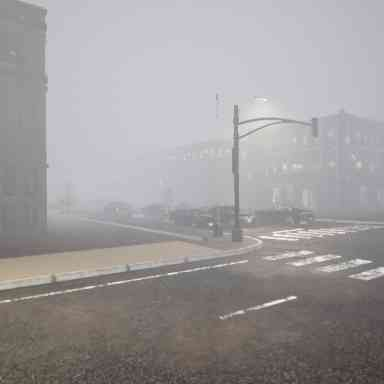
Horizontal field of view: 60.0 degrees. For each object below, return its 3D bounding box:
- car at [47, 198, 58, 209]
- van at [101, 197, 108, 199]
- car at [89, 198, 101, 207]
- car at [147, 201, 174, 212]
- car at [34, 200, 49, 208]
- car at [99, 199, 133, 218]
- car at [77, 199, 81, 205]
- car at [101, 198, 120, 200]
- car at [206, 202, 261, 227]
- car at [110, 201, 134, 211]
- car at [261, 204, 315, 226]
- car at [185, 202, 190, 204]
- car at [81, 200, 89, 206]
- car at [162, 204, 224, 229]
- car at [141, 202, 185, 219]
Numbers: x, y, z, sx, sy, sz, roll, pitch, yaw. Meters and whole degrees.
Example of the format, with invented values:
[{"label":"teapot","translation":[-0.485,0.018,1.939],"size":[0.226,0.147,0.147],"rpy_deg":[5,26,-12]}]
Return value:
[{"label":"car","translation":[-23.844,2.232,57.884],"size":[1.752,1.417,4.829],"rpy_deg":[-1,0,-35]},{"label":"van","translation":[-13.910,1.906,58.359],"size":[1.690,1.788,3.998],"rpy_deg":[-1,0,-35]},{"label":"car","translation":[-17.114,1.939,62.873],"size":[2.192,1.841,5.009],"rpy_deg":[-1,0,-35]},{"label":"car","translation":[-4.295,1.966,44.817],"size":[1.802,1.307,4.206],"rpy_deg":[-2,0,-35]},{"label":"car","translation":[-30.348,2.375,67.052],"size":[2.008,1.369,4.403],"rpy_deg":[-1,0,-35]},{"label":"car","translation":[-7.929,1.846,35.451],"size":[1.967,1.590,4.097],"rpy_deg":[-1,0,-35]},{"label":"car","translation":[-26.717,2.364,76.417],"size":[1.947,1.339,4.313],"rpy_deg":[-1,0,-35]},{"label":"car","translation":[-9.254,1.938,41.827],"size":[2.128,1.511,4.902],"rpy_deg":[-1,0,-35]},{"label":"car","translation":[2.685,1.737,24.990],"size":[1.812,1.442,4.674],"rpy_deg":[-1,0,-33]},{"label":"car","translation":[-10.331,2.049,48.859],"size":[1.994,1.385,4.181],"rpy_deg":[-1,0,-35]},{"label":"car","translation":[6.679,1.644,24.662],"size":[2.128,1.511,4.902],"rpy_deg":[-1,0,-36]},{"label":"car","translation":[-1.093,1.903,40.303],"size":[1.802,1.307,4.206],"rpy_deg":[-2,0,-35]},{"label":"car","translation":[-20.311,2.227,67.388],"size":[1.887,1.381,4.507],"rpy_deg":[-1,0,-35]},{"label":"car","translation":[0.004,1.814,24.064],"size":[1.947,1.339,4.313],"rpy_deg":[-1,0,-35]},{"label":"car","translation":[-3.260,1.877,33.360],"size":[2.033,1.411,5.357],"rpy_deg":[-1,0,-36]}]
